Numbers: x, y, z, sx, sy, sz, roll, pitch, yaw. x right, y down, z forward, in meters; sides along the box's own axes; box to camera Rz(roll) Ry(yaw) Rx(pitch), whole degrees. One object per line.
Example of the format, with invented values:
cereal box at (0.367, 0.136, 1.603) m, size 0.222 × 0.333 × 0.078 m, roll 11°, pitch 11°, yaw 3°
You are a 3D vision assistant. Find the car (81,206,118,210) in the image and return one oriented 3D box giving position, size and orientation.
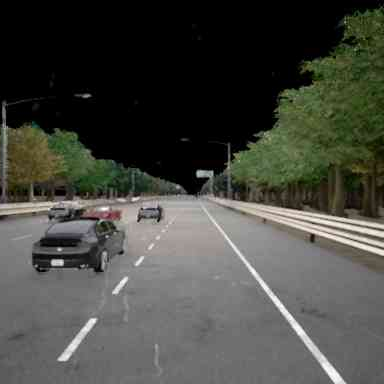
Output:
car at (-6.848, 1.756, 26.361) m, size 1.895 × 1.301 × 4.718 m, roll 0°, pitch 0°, yaw 0°

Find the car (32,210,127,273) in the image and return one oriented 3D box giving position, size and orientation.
car at (-3.387, 1.552, 10.811) m, size 1.837 × 1.490 × 4.892 m, roll 0°, pitch 0°, yaw 0°

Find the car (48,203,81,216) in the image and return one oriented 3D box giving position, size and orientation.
car at (-10.343, 1.658, 27.904) m, size 2.128 × 1.511 × 4.902 m, roll 0°, pitch 0°, yaw 0°

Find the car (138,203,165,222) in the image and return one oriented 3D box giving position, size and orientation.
car at (-3.343, 1.658, 27.878) m, size 2.128 × 1.511 × 4.902 m, roll 0°, pitch 0°, yaw 0°
